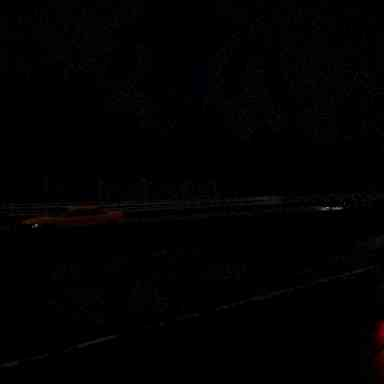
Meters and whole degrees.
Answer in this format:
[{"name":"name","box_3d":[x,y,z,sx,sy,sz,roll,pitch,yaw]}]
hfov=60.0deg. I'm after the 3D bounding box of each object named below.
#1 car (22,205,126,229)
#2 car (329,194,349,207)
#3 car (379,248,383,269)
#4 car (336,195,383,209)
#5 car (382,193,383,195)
[{"name":"car","box_3d":[-5.883,1.461,16.962,5.008,1.535,1.882,0,0,-35]},{"name":"car","box_3d":[19.090,1.036,41.699,5.008,1.535,1.882,-1,1,-37]},{"name":"car","box_3d":[6.892,1.556,8.588,4.718,1.301,1.895,-1,0,-35]},{"name":"car","box_3d":[14.033,1.238,26.499,5.008,1.535,1.882,-1,1,-34]},{"name":"car","box_3d":[25.037,0.807,42.221,4.553,1.767,2.097,-1,1,-34]}]
